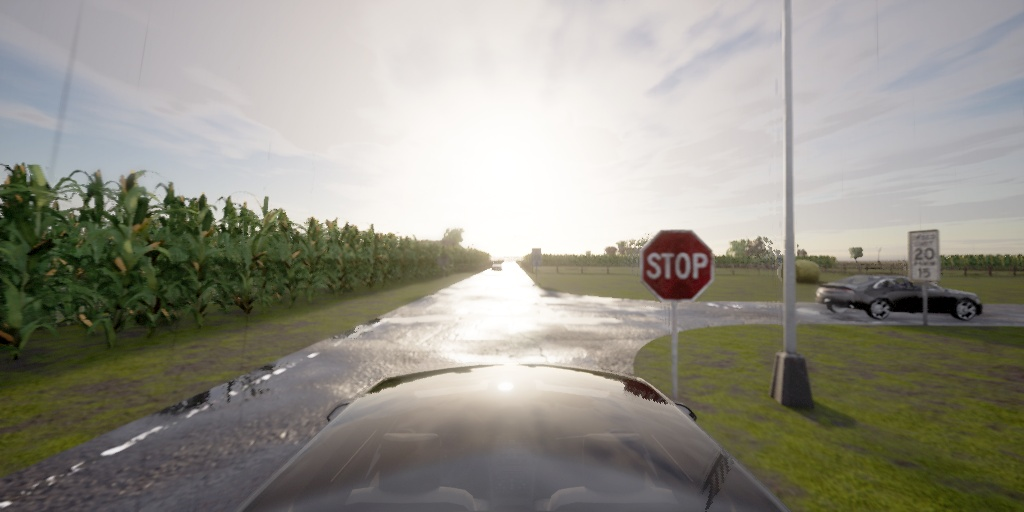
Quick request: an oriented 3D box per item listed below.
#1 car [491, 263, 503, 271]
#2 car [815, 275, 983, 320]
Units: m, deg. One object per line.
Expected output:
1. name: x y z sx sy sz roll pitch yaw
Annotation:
1. car: -2.679 1.925 65.144 2.033 1.411 5.357 0 -1 0
2. car: 14.074 1.469 13.197 4.902 1.511 2.128 0 -1 1
